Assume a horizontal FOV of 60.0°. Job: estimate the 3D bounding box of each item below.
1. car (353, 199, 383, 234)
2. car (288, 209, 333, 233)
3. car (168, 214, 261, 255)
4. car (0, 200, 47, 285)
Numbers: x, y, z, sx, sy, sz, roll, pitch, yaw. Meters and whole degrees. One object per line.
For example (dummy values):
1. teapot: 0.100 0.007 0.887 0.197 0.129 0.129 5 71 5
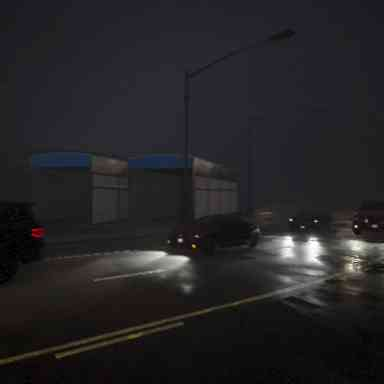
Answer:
1. car: 11.175 1.486 19.979 2.150 2.045 5.566 0 0 32
2. car: 7.731 1.788 21.541 1.895 1.301 4.718 0 0 32
3. car: 1.026 1.652 13.864 4.181 1.385 1.994 1 0 -43
4. car: -6.515 1.214 7.967 5.566 2.045 2.150 1 0 -35
